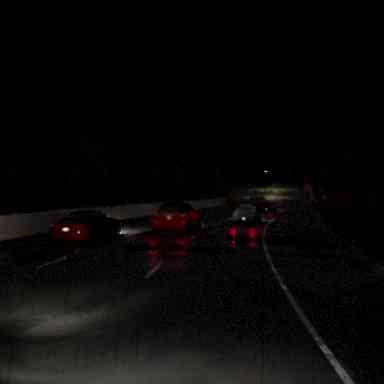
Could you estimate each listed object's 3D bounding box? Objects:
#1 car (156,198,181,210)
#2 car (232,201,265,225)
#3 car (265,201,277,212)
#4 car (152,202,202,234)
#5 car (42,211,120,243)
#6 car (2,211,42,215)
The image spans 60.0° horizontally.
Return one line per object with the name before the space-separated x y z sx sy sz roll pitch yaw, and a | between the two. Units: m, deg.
car | -3.313 1.675 47.962 1.837 1.490 4.892 0 -1 19
car | 4.240 1.638 25.254 1.812 1.442 4.674 0 0 16
car | 9.602 1.797 41.964 1.895 1.301 4.718 0 0 18
car | -0.779 1.425 20.079 2.097 1.767 4.553 0 0 13
car | -5.136 1.608 16.438 1.994 1.385 4.181 0 0 10
car | -14.027 1.266 25.740 2.150 2.045 5.566 0 0 15
